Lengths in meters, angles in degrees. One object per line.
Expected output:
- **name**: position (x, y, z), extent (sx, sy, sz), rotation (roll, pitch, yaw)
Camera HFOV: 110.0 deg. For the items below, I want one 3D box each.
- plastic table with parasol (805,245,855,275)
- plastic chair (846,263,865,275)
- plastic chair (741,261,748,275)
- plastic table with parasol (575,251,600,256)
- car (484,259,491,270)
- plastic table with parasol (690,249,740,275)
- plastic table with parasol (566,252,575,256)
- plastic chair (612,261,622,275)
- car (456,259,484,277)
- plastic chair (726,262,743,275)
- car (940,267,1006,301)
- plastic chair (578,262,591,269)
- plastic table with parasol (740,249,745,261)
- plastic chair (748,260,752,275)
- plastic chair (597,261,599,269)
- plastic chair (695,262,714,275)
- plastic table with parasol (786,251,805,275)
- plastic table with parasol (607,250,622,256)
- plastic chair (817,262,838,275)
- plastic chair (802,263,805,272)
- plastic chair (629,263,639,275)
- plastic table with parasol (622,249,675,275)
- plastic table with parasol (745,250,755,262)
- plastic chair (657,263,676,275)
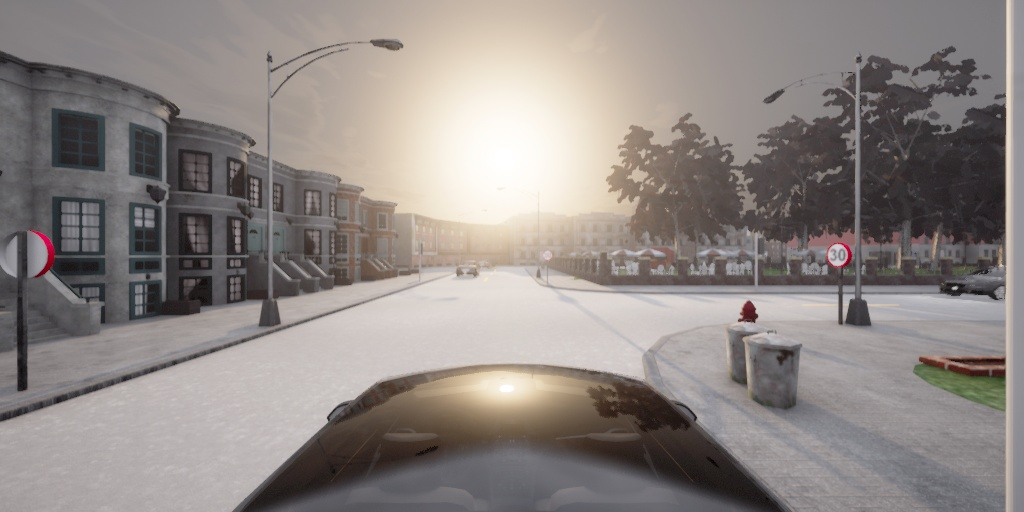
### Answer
- **plastic table with parasol**: position (23.680, 0.660, 26.493), extent (2.482, 2.480, 2.482), rotation (0, 0, -40)
- **plastic chair**: position (24.582, 1.293, 25.522), extent (0.750, 1.272, 0.730), rotation (0, 0, -35)
- **plastic chair**: position (19.083, 1.277, 30.226), extent (0.750, 1.272, 0.730), rotation (0, 0, -35)
- **plastic table with parasol**: position (9.916, 0.589, 44.746), extent (2.482, 2.480, 2.482), rotation (0, 0, -38)
- **car**: position (-4.181, 1.192, 52.510), extent (2.128, 1.511, 4.902), rotation (0, 0, 2)
- **plastic table with parasol**: position (15.236, 0.680, 27.181), extent (2.482, 2.480, 2.482), rotation (0, 0, -40)
- **plastic table with parasol**: position (9.101, 0.686, 52.441), extent (2.482, 2.480, 2.482), rotation (0, 0, 0)
- **plastic chair**: position (8.528, 1.274, 29.909), extent (0.730, 1.272, 0.750), rotation (0, 0, -40)
- **car**: position (-4.201, 1.209, 34.661), extent (2.128, 1.511, 4.902), rotation (0, 0, 0)
- **plastic chair**: position (16.140, 1.285, 26.210), extent (0.750, 1.272, 0.730), rotation (0, 0, -35)
- **car**: position (22.940, 1.240, 16.617), extent (4.892, 1.490, 1.837), rotation (0, 0, 0)
- **plastic chair**: position (8.932, 1.229, 44.020), extent (0.730, 1.272, 0.750), rotation (0, 0, -40)
- **plastic table with parasol**: position (18.192, 0.644, 31.176), extent (2.482, 2.480, 2.482), rotation (0, 0, -42)
- **plastic chair**: position (22.824, 1.257, 33.463), extent (0.750, 1.272, 0.730), rotation (0, 0, -34)
- **plastic chair**: position (10.864, 1.227, 43.736), extent (0.750, 1.272, 0.730), rotation (0, 0, -32)
- **plastic chair**: position (14.207, 1.297, 26.434), extent (0.730, 1.272, 0.750), rotation (0, 0, -40)
- **plastic table with parasol**: position (26.404, 0.665, 31.820), extent (2.482, 2.480, 2.482), rotation (0, 0, -40)
- **plastic table with parasol**: position (9.557, 0.672, 30.656), extent (2.482, 2.480, 2.482), rotation (0, 0, -40)
- **plastic chair**: position (22.656, 1.266, 25.736), extent (0.730, 1.272, 0.750), rotation (0, 0, -39)
- **plastic chair**: position (22.939, 1.246, 27.511), extent (0.750, 1.272, 0.730), rotation (0, 0, -40)
- **plastic chair**: position (8.980, 1.316, 25.420), extent (0.730, 1.272, 0.750), rotation (0, 0, -40)
- **plastic table with parasol**: position (10.009, 0.712, 26.167), extent (2.482, 2.480, 2.482), rotation (0, 0, -40)
- **plastic table with parasol**: position (21.978, 0.589, 34.454), extent (2.482, 2.480, 2.482), rotation (0, 0, -39)
- **plastic chair**: position (10.913, 1.317, 25.196), extent (0.750, 1.272, 0.730), rotation (0, 0, -35)
